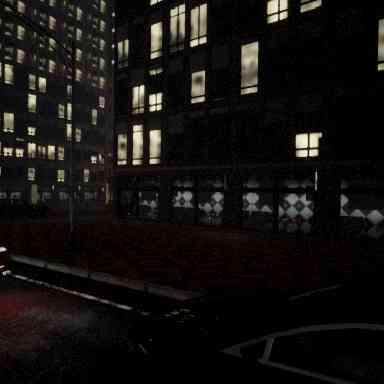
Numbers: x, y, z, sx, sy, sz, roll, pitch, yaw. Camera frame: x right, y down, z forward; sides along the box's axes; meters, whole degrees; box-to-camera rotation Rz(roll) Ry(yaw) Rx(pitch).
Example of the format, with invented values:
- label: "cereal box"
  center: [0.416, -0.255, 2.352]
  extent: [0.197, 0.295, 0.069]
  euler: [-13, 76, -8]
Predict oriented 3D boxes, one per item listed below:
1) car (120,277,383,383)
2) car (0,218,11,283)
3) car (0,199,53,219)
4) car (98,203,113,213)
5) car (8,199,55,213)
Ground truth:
- label: "car"
  center: [1.526, 1.492, 2.593]
  extent: [4.902, 1.511, 2.128]
  euler: [0, 0, 35]
- label: "car"
  center: [-6.376, 1.487, 8.203]
  extent: [4.902, 1.511, 2.128]
  euler: [0, 0, 36]
- label: "car"
  center: [-15.671, 1.517, 30.561]
  extent: [2.192, 1.841, 5.009]
  euler: [1, 0, 36]
- label: "car"
  center: [-8.888, 1.828, 39.783]
  extent: [1.752, 1.417, 4.829]
  euler: [1, 0, 36]
- label: "car"
  center: [-19.183, 1.641, 39.931]
  extent: [1.752, 1.417, 4.829]
  euler: [1, 0, 36]
